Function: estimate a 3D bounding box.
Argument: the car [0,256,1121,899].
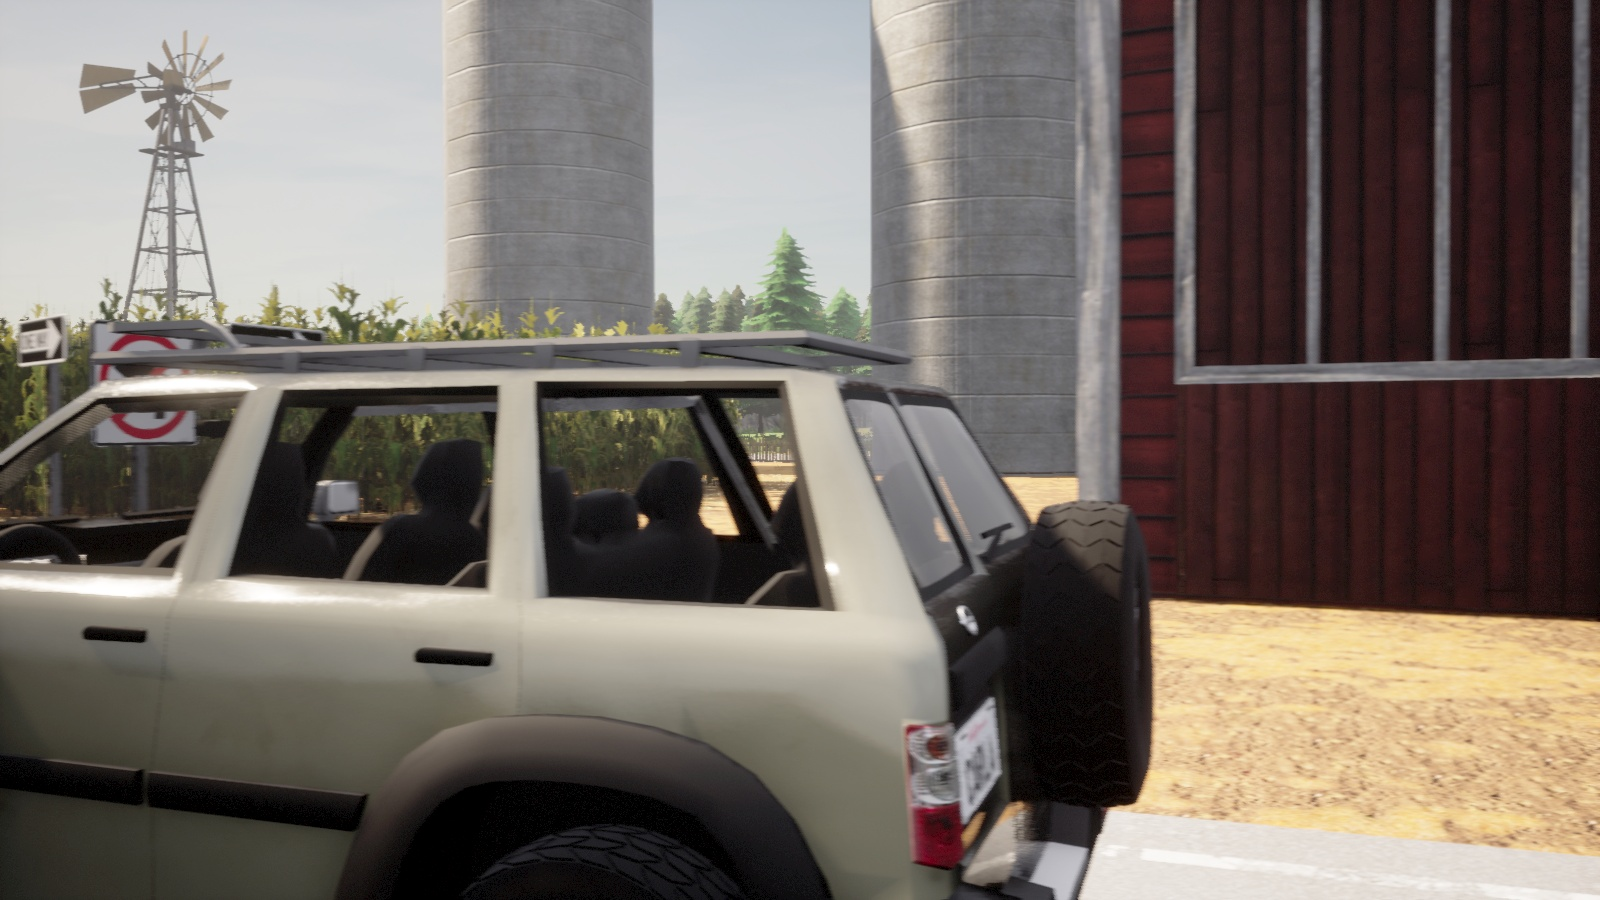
[{"bbox_3d":[-1.507,0.577,3.743,4.605,1.855,1.932,1,1,19],"label":"car"}]
